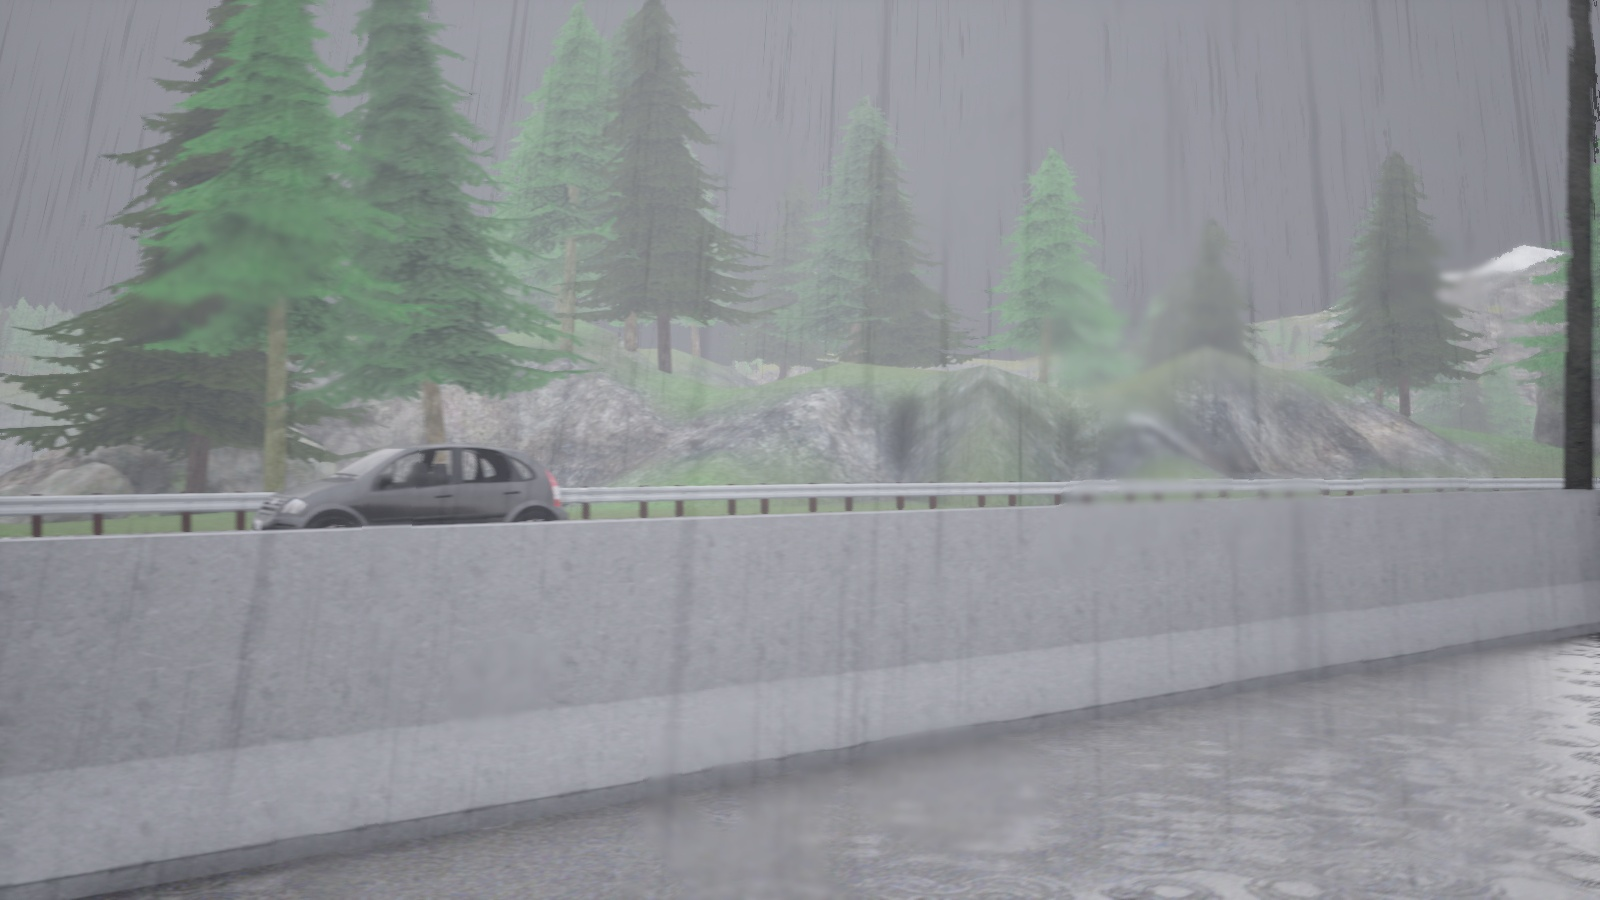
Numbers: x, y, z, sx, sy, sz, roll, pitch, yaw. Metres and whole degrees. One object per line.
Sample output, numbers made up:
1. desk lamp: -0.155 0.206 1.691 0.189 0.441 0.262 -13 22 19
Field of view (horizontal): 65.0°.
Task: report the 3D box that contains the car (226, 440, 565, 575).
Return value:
1. car: -5.410 0.697 16.978 3.988 1.617 1.851 0 0 -35
